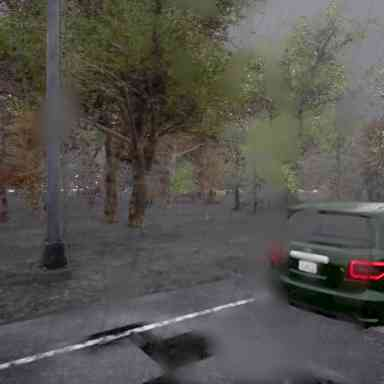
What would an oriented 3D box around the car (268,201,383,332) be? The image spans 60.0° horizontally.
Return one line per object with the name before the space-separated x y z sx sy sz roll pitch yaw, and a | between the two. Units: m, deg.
car | 3.919 1.202 6.541 5.566 2.045 2.150 0 0 -35
